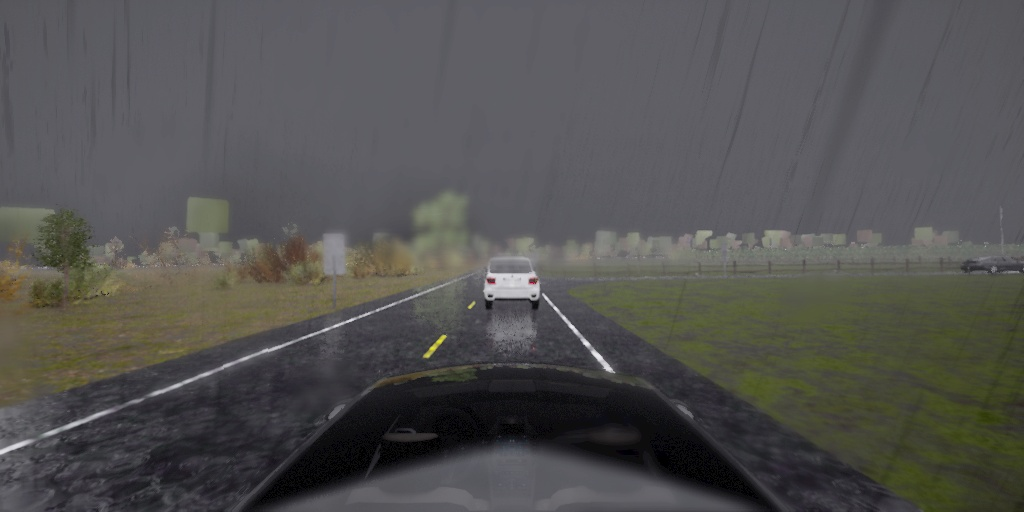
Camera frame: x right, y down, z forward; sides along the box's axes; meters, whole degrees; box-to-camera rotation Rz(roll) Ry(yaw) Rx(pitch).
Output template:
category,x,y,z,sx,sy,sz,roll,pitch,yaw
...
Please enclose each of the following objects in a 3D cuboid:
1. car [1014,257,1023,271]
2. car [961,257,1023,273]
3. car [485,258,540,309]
category,x,y,z,sx,sy,sz,roll,pitch,yaw
car,53.071,0.771,35.393,4.181,1.385,1.994,-1,-1,0
car,43.971,0.803,32.580,4.892,1.490,1.837,-1,-1,0
car,0.008,1.101,15.870,2.150,2.045,5.566,0,0,0
